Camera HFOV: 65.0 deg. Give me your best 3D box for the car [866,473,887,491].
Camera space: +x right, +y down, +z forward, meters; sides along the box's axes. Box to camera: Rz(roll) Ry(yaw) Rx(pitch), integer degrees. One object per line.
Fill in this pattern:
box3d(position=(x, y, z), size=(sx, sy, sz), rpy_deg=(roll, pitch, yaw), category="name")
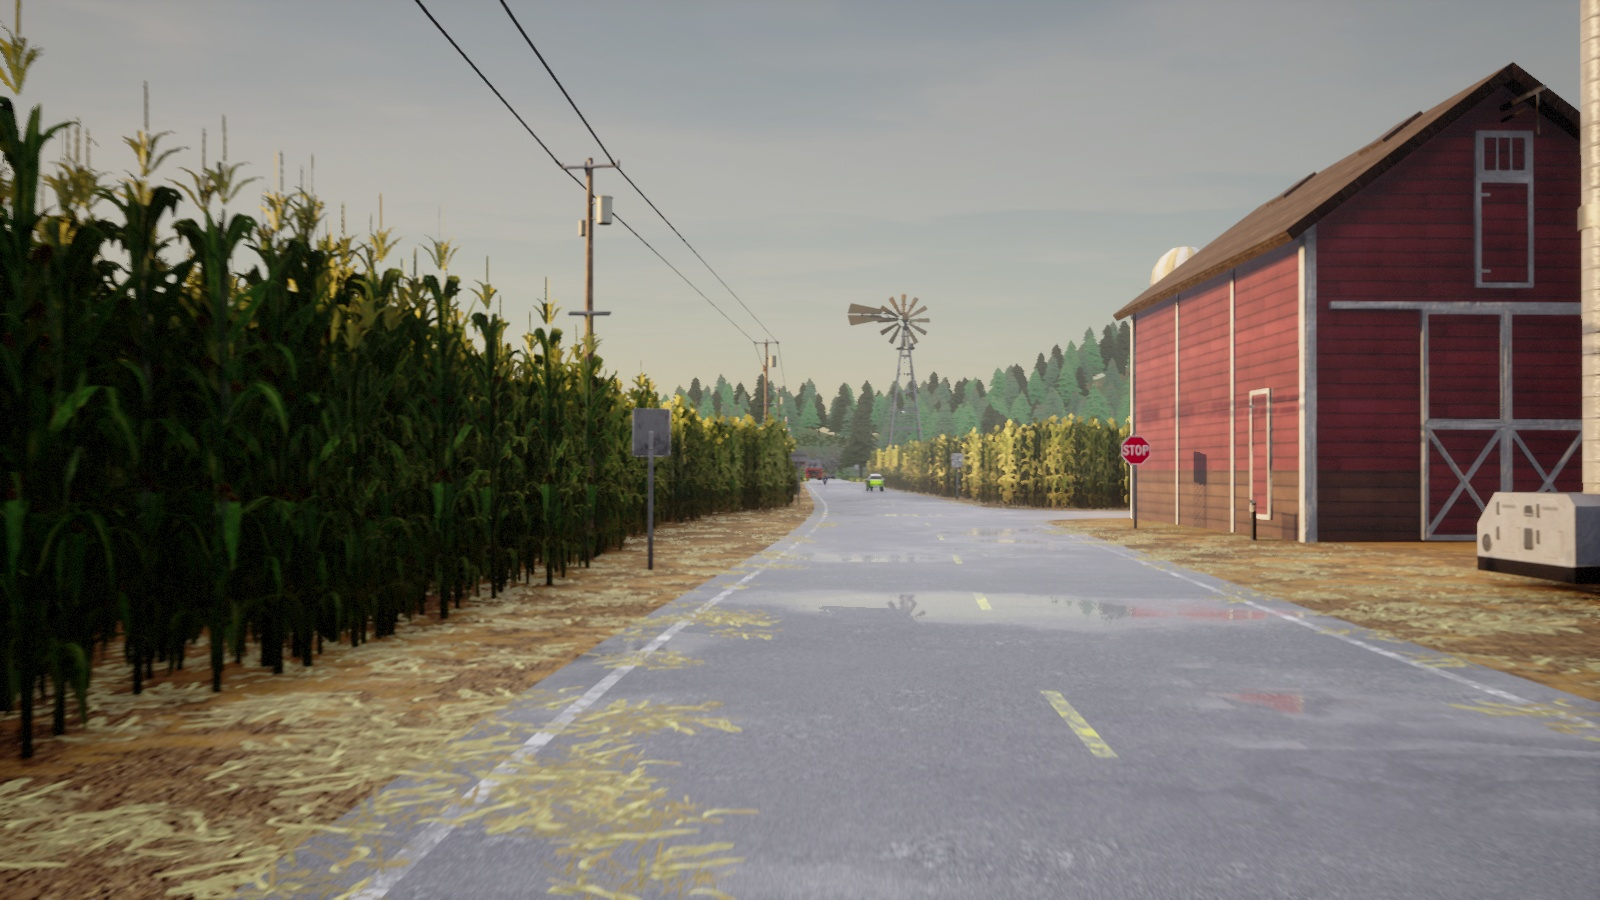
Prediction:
box3d(position=(5.944, 2.489, 98.034), size=(1.481, 1.376, 2.207), rpy_deg=(0, -1, 0), category="car")
